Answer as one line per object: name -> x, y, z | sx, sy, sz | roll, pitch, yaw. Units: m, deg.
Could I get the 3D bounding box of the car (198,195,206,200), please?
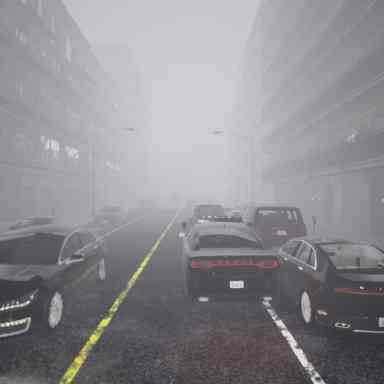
car -> 2.671, 1.505, 91.803 | 2.008, 1.369, 4.403 | 1, 0, 0

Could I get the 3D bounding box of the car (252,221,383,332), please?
car -> 2.698, 1.552, 6.741 | 2.008, 1.369, 4.403 | 1, 0, 0

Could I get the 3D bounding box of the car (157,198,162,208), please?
car -> -5.695, 1.538, 46.495 | 1.887, 1.381, 4.507 | 1, 0, 0

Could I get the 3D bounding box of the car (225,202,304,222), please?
car -> 2.699, 1.316, 12.412 | 2.192, 1.841, 5.009 | 1, 0, 0

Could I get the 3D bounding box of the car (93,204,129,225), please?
car -> -5.688, 1.566, 23.810 | 1.947, 1.339, 4.313 | 1, 0, 0

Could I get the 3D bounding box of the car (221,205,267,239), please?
car -> 2.694, 1.526, 18.253 | 1.752, 1.417, 4.829 | 1, 0, 0

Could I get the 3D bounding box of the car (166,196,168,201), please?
car -> -5.704, 1.538, 74.853 | 1.947, 1.339, 4.313 | 1, 0, 0

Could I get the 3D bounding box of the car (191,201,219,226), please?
car -> 0.836, 1.505, 24.349 | 1.837, 1.490, 4.892 | 0, 0, 0

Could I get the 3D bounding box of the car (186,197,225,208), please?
car -> 0.858, 1.352, 18.318 | 2.097, 1.767, 4.553 | 0, 0, 0

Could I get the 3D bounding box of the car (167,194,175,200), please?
car -> -5.707, 1.394, 91.867 | 1.967, 1.590, 4.097 | 1, 0, 0

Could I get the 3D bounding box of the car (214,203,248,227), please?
car -> 2.692, 1.544, 23.754 | 1.887, 1.381, 4.507 | 1, 0, 0

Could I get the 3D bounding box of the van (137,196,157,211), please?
van -> -5.690, 1.337, 40.825 | 1.690, 1.788, 3.998 | 1, 0, 0

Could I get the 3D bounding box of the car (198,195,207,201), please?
car -> 2.673, 1.511, 86.132 | 2.008, 1.369, 4.403 | 1, 0, 0

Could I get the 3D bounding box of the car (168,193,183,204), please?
car -> -3.023, 1.201, 65.638 | 2.150, 2.045, 5.566 | 0, 0, 0

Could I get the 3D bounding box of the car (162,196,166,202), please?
car -> -5.696, 1.541, 52.167 | 2.008, 1.369, 4.403 | 1, 0, 0

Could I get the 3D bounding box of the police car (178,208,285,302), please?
police car -> 0.694, 1.426, 8.444 | 1.930, 1.638, 5.238 | 0, 0, -2

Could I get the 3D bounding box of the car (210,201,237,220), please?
car -> 2.691, 1.543, 29.424 | 1.887, 1.381, 4.507 | 1, 0, 0

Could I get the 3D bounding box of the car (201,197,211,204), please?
car -> 2.681, 1.564, 63.451 | 1.802, 1.307, 4.206 | 1, 0, 0

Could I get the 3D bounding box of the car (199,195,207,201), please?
car -> 2.675, 1.511, 80.462 | 1.887, 1.381, 4.507 | 1, 0, 0

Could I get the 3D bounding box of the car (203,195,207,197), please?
car -> 2.683, 1.426, 57.779 | 1.967, 1.590, 4.097 | 1, 0, 0

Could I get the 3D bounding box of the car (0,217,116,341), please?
car -> -3.104, 1.506, 6.846 | 1.837, 1.490, 4.892 | 0, 0, 0

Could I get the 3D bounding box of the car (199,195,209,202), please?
car -> 2.678, 1.412, 74.790 | 1.967, 1.590, 4.097 | 1, 0, 0

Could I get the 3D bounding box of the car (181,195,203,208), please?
car -> -0.005, 1.485, 44.917 | 2.128, 1.511, 4.902 | 0, 0, 0

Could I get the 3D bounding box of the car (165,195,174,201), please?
car -> -5.707, 1.511, 86.195 | 2.008, 1.369, 4.403 | 1, 0, 0

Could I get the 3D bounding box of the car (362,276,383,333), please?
car -> 2.700, 1.551, 1.070 | 2.008, 1.369, 4.403 | 1, 0, 0

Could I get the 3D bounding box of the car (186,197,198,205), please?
car -> -0.020, 1.549, 58.527 | 1.994, 1.385, 4.181 | 0, 0, 0

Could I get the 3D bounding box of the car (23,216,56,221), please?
car -> -5.685, 1.583, 12.467 | 1.802, 1.307, 4.206 | 1, 0, 0

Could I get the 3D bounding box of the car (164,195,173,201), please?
car -> -5.705, 1.492, 80.354 | 1.752, 1.417, 4.829 | 1, 0, 0
